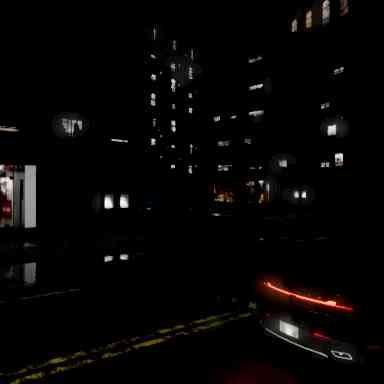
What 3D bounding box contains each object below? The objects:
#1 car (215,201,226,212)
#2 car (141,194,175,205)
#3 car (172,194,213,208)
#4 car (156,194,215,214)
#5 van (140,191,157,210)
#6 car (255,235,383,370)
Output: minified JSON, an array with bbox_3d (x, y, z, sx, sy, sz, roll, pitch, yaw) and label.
[{"bbox_3d":[0.846,1.066,31.346,5.008,1.535,1.882,1,1,37],"label":"car"},{"bbox_3d":[-4.373,0.961,42.543,4.206,1.307,1.802,1,0,37],"label":"car"},{"bbox_3d":[0.041,1.041,39.219,4.403,1.369,2.008,1,0,37],"label":"car"},{"bbox_3d":[-0.614,1.138,29.221,4.403,1.369,2.008,1,0,37],"label":"car"},{"bbox_3d":[-5.021,0.817,32.546,3.998,1.788,1.690,1,0,37],"label":"van"},{"bbox_3d":[3.230,1.507,5.617,4.892,1.490,1.837,0,0,-35],"label":"car"}]
